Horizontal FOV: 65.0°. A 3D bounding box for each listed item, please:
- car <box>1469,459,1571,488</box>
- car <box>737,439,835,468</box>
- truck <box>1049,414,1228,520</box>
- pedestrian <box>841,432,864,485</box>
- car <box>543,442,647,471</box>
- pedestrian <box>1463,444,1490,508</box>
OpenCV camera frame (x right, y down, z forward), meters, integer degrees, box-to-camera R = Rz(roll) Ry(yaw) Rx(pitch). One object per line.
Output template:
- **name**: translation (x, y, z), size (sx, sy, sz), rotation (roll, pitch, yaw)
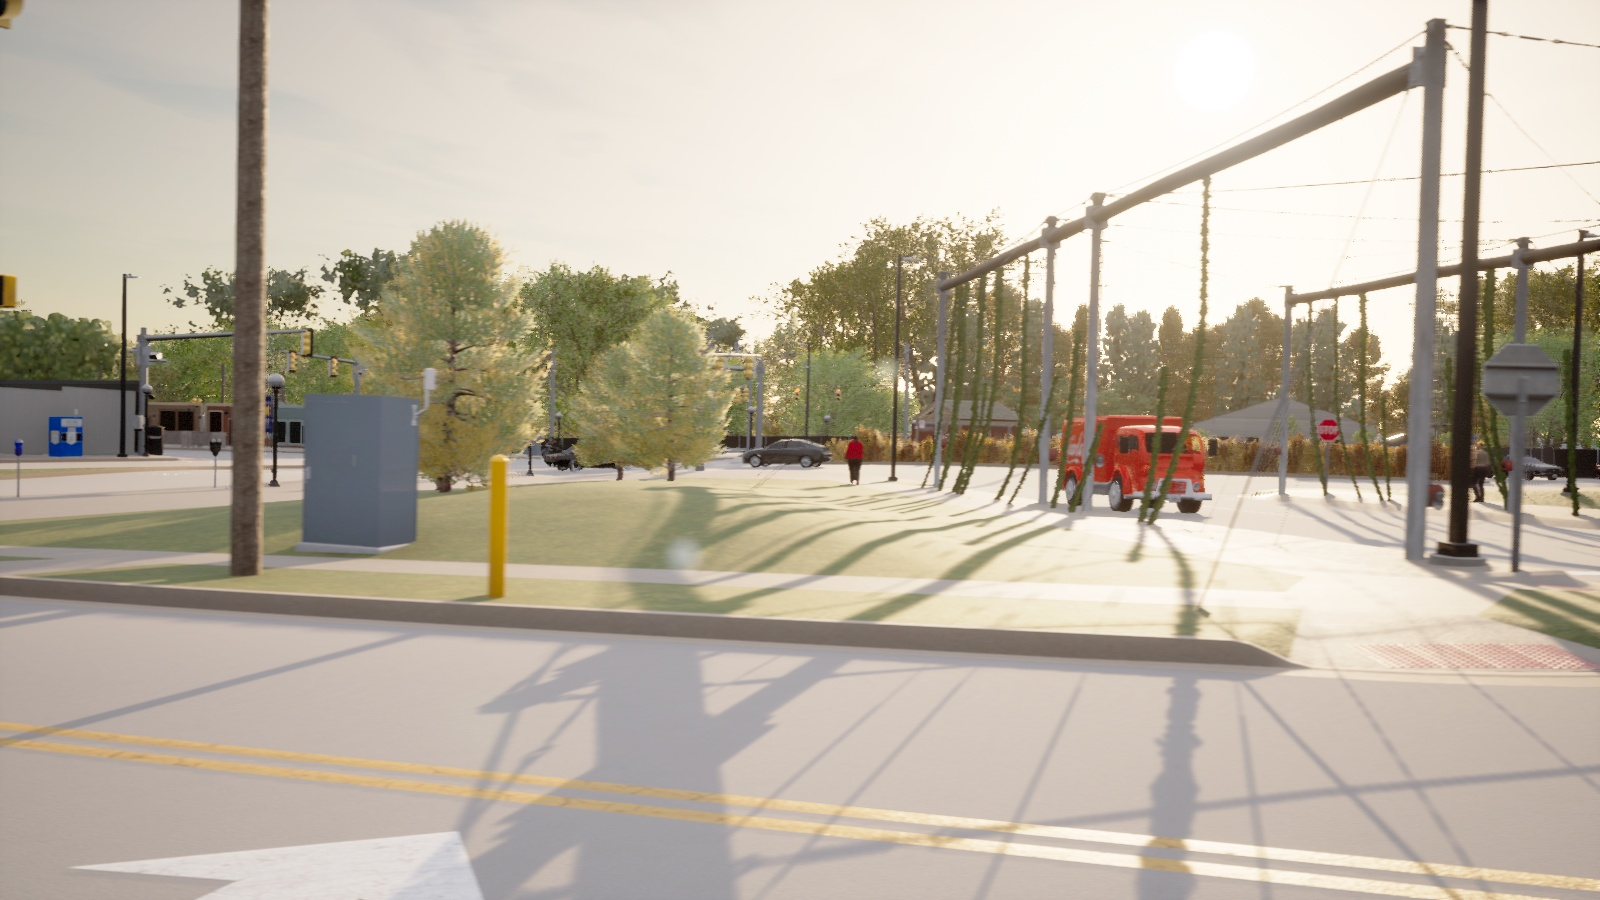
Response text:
- **car**: translation (41.523, 1.319, 72.617), size (2.033, 1.411, 5.357), rotation (1, 1, -12)
- **car**: translation (-0.753, 0.187, 67.394), size (4.892, 1.490, 1.837), rotation (1, 1, 18)
- **truck**: translation (8.678, 0.411, 32.856), size (2.627, 2.467, 5.204), rotation (2, 0, -8)
- **pedestrian**: translation (1.885, 0.311, 45.007), size (0.634, 1.844, 0.899), rotation (2, 2, -6)
- **car**: translation (-10.216, 0.323, 62.618), size (4.718, 1.301, 1.895), rotation (-1, 2, -31)
- **pedestrian**: translation (19.789, 0.760, 36.748), size (0.345, 1.836, 0.594), rotation (2, 2, -5)
